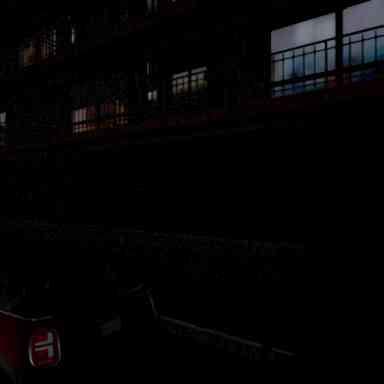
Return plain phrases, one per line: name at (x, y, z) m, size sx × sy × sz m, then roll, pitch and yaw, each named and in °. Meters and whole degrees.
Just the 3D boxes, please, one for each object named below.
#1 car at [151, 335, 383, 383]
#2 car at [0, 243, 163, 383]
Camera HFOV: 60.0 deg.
car at (2.164, 1.545, 1.334) m, size 4.507 × 1.381 × 1.887 m, roll 0°, pitch 0°, yaw 36°
car at (-2.424, 1.438, 4.608) m, size 4.097 × 1.590 × 1.967 m, roll 0°, pitch 0°, yaw 36°
